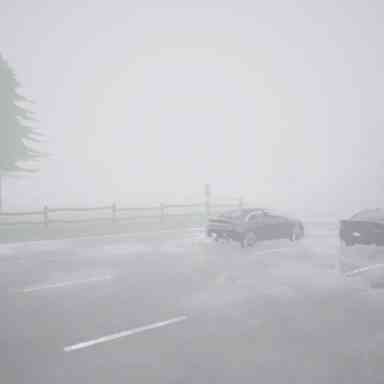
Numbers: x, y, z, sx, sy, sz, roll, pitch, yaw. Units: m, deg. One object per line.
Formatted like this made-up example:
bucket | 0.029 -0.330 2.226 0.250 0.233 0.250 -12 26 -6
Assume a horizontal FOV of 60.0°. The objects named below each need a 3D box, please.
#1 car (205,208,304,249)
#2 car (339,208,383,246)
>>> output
car | 2.825 1.449 14.358 4.902 1.511 2.128 0 0 -35
car | 8.150 1.419 13.856 5.008 1.535 1.882 0 0 -35
